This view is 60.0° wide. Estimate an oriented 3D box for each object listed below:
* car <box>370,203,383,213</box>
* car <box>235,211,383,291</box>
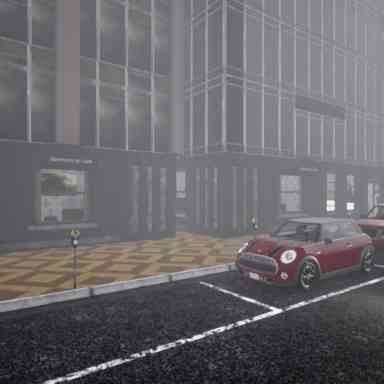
[{"bbox_3d":[7.605,1.310,12.161,5.009,1.841,2.192,0,0,-36],"label":"car"},{"bbox_3d":[3.080,1.439,8.933,4.097,1.590,1.967,0,0,-36],"label":"car"}]
